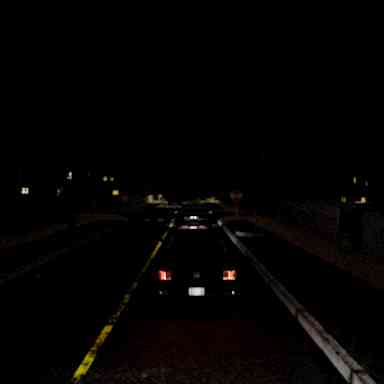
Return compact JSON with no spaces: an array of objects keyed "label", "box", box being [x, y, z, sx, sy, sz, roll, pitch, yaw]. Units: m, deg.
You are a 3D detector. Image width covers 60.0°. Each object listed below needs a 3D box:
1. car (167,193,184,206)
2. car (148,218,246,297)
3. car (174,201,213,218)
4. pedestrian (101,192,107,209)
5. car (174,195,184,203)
[{"label":"car","box":[-2.838,1.145,54.740,2.150,2.045,5.566,0,0,1]},{"label":"car","box":[0.093,1.577,8.467,1.895,1.301,4.718,0,0,0]},{"label":"car","box":[0.078,1.461,18.259,1.837,1.490,4.892,0,0,0]},{"label":"pedestrian","box":[-9.636,0.949,36.271,0.375,1.860,0.375,0,-2,0]},{"label":"car","box":[-2.766,1.439,70.380,1.837,1.490,4.892,0,0,0]}]
